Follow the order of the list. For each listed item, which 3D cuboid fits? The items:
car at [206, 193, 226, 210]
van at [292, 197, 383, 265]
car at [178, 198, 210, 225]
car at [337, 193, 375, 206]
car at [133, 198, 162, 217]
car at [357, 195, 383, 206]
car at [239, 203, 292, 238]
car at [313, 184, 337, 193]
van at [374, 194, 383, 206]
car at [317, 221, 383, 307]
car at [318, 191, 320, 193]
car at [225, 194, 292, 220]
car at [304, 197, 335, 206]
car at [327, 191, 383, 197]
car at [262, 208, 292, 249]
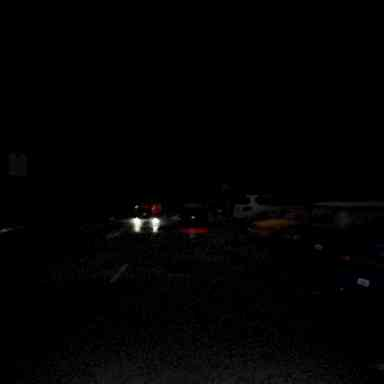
[{"bbox_3d":[4.008,1.213,41.600,5.566,2.045,2.150,0,-1,-38],"label":"car"},{"bbox_3d":[5.481,1.258,9.800,4.442,1.987,1.878,1,0,-20],"label":"van"},{"bbox_3d":[0.052,1.470,23.826,1.882,1.535,5.008,0,0,0],"label":"car"},{"bbox_3d":[26.991,1.237,54.982,2.435,2.045,5.566,1,-1,-22],"label":"car"},{"bbox_3d":[-3.978,1.343,30.613,2.097,1.767,4.553,0,0,2],"label":"car"},{"bbox_3d":[29.986,1.365,55.113,2.185,1.767,4.553,1,-1,-22],"label":"car"},{"bbox_3d":[5.188,1.475,15.698,5.366,1.575,1.946,1,0,-20],"label":"car"},{"bbox_3d":[24.739,-0.688,61.940,4.674,1.442,1.812,-4,0,-1],"label":"car"},{"bbox_3d":[32.966,1.267,55.267,1.878,1.987,4.442,0,-1,-22],"label":"van"},{"bbox_3d":[5.363,1.483,6.754,5.008,1.535,2.097,1,0,-20],"label":"car"},{"bbox_3d":[23.930,1.236,54.942,2.435,2.045,5.566,0,-1,-21],"label":"car"},{"bbox_3d":[5.371,1.228,21.791,5.566,2.045,2.435,1,0,-20],"label":"car"},{"bbox_3d":[20.908,1.516,54.858,2.163,1.488,4.792,0,-1,-21],"label":"car"},{"bbox_3d":[18.324,1.233,37.795,2.435,2.045,5.566,0,1,-21],"label":"car"},{"bbox_3d":[5.372,1.521,12.757,4.674,1.452,2.002,1,0,-20],"label":"car"}]
